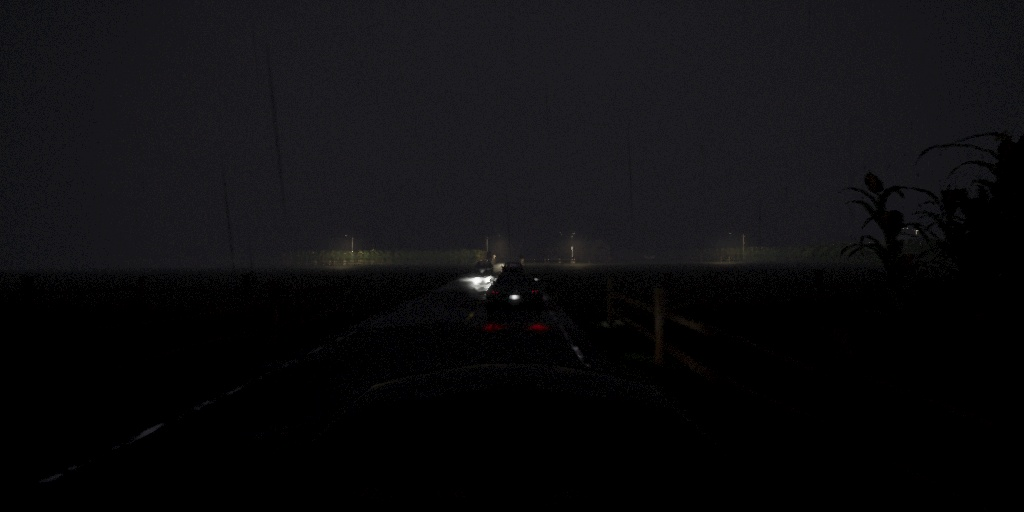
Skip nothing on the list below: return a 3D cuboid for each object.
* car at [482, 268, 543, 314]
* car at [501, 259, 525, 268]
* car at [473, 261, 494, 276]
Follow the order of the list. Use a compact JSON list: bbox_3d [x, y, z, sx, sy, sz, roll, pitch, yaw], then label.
[{"bbox_3d":[0.090,1.312,13.710,1.994,1.385,4.181,0,0,0],"label":"car"},{"bbox_3d":[0.091,1.230,30.139,1.882,1.535,5.008,0,0,0],"label":"car"},{"bbox_3d":[-2.849,1.248,36.771,2.128,1.511,4.902,0,0,0],"label":"car"}]
